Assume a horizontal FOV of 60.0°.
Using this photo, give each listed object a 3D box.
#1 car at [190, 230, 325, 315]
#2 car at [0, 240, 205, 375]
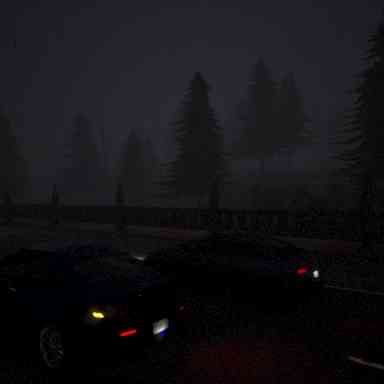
[{"bbox_3d":[0.814,1.594,7.709,4.181,1.385,1.994,-1,0,35],"label":"car"},{"bbox_3d":[-2.275,1.567,5.615,4.674,1.442,1.812,-1,0,36],"label":"car"}]
